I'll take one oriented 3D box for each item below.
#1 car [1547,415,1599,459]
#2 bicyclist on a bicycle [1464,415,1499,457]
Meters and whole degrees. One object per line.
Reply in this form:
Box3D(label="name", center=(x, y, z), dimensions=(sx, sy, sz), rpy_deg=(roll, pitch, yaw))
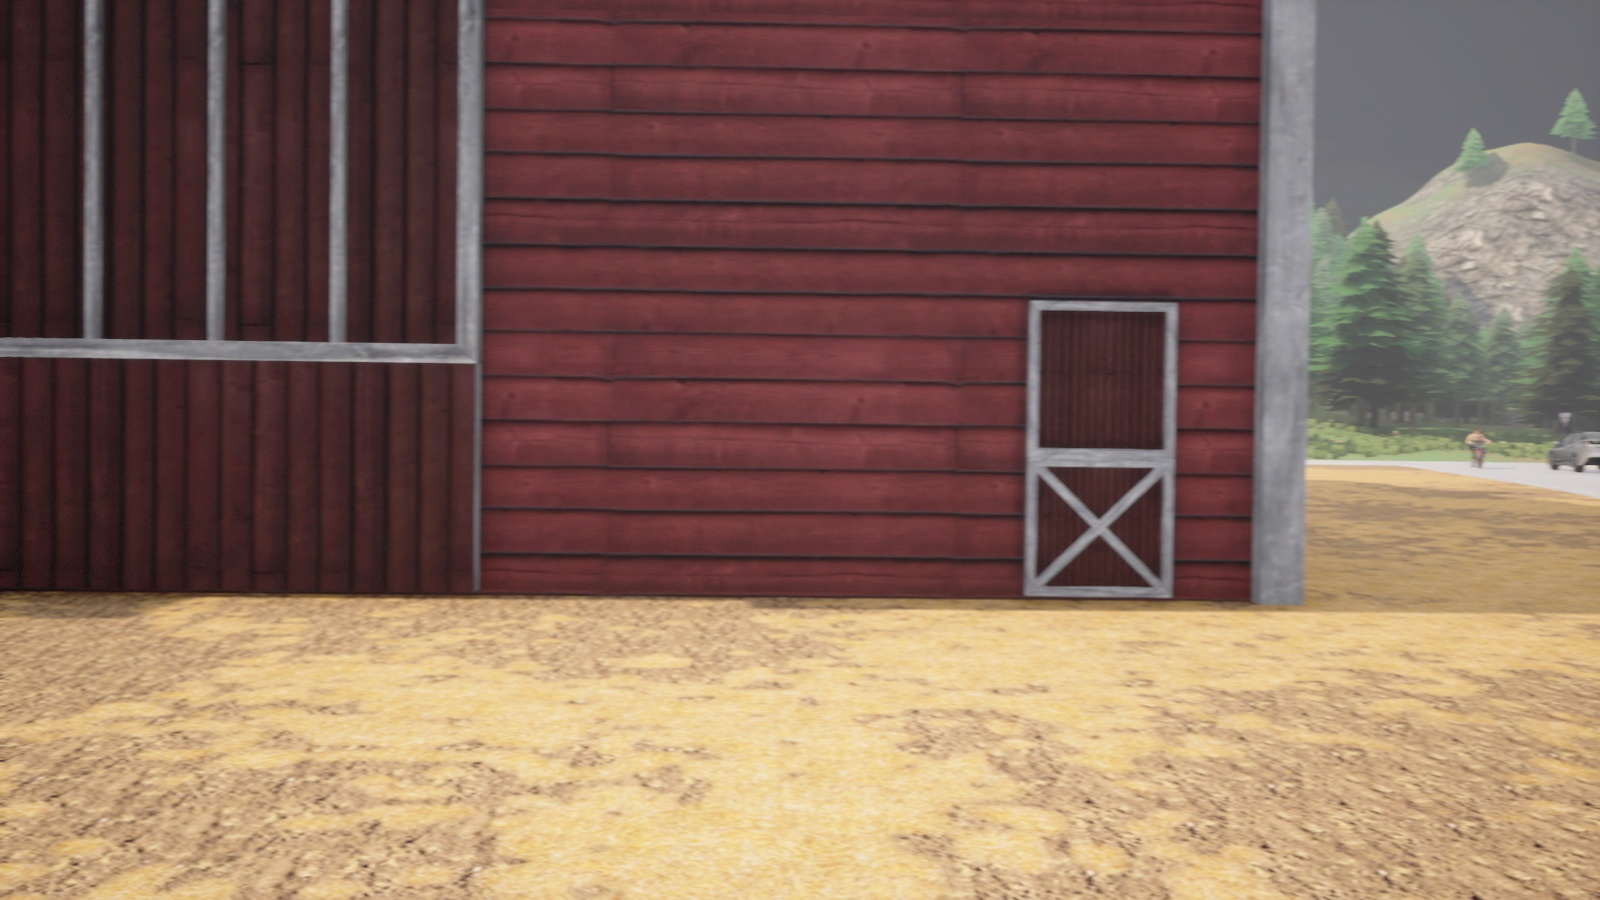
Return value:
Box3D(label="car", center=(29.253, -0.513, 46.223), dimensions=(2.007, 1.525, 4.514), rpy_deg=(0, 1, 17))
Box3D(label="bicyclist on a bicycle", center=(26.288, -0.553, 48.441), dimensions=(0.866, 1.612, 1.509), rpy_deg=(0, 1, 15))
